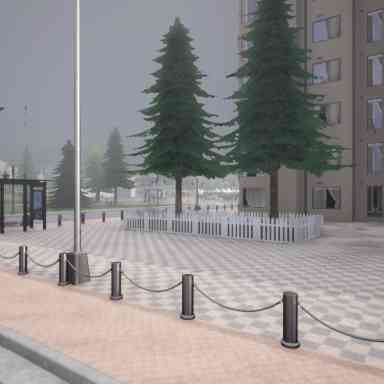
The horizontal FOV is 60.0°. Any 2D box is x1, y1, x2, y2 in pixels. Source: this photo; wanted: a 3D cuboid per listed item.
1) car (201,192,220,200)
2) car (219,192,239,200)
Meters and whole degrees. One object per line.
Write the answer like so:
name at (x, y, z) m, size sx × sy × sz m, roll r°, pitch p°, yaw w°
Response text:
car at (5.307, 1.384, 91.364) m, size 3.806 × 1.475 × 1.970 m, roll 0°, pitch 0°, yaw 35°
car at (9.665, 1.374, 84.659) m, size 3.633 × 1.501 × 1.845 m, roll 0°, pitch 0°, yaw 35°
